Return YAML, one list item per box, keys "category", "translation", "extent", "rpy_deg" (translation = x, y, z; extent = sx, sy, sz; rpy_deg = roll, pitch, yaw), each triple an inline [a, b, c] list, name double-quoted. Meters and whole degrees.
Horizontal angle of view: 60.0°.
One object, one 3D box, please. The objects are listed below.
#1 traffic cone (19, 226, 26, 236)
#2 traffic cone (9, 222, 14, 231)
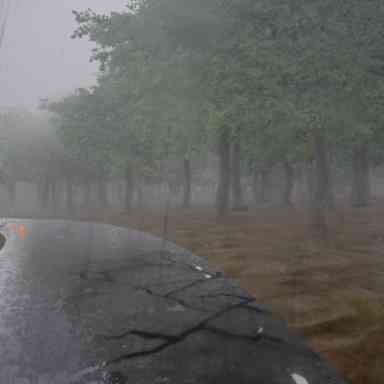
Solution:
- category: "traffic cone"
  translation: [-10.043, 2.286, 19.631]
  extent: [0.340, 0.580, 0.340]
  rpy_deg: [-2, -1, -32]
- category: "traffic cone"
  translation: [-12.739, 2.412, 23.461]
  extent: [0.340, 0.580, 0.340]
  rpy_deg: [-2, 0, -39]
